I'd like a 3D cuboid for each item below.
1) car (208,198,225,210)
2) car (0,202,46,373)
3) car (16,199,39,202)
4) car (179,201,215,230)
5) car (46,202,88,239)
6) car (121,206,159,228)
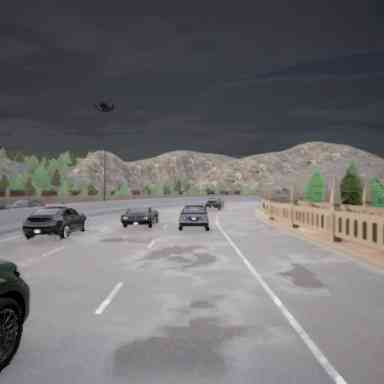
[{"bbox_3d":[3.001,1.506,42.419,1.837,1.490,4.892,0,0,14],"label":"car"},{"bbox_3d":[-3.399,1.222,2.420,2.150,2.045,5.566,0,0,0],"label":"car"},{"bbox_3d":[-16.653,1.508,33.319,1.837,1.490,4.892,0,-1,7],"label":"car"},{"bbox_3d":[0.152,1.548,21.189,2.033,1.411,5.357,0,0,1],"label":"car"},{"bbox_3d":[-6.886,1.506,17.253,1.837,1.490,4.892,0,0,0],"label":"car"},{"bbox_3d":[-3.314,1.602,22.225,1.895,1.301,4.718,0,0,2],"label":"car"}]
